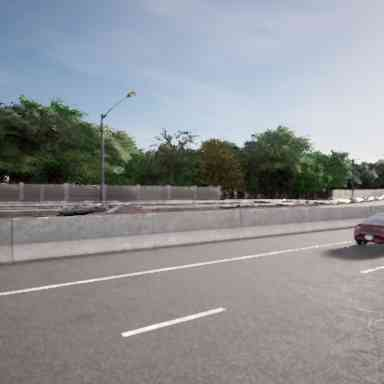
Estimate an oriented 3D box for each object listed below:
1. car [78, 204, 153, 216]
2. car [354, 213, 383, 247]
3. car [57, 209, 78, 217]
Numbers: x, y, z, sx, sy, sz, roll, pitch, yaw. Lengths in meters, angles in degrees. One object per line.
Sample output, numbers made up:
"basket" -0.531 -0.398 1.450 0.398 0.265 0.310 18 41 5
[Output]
"car" -4.723 1.579 22.001 4.674 1.442 1.812 1 0 -35
"car" 8.780 1.610 14.312 4.674 1.442 1.812 0 0 -35
"car" -8.689 1.715 27.768 4.718 1.301 1.895 0 0 -36
